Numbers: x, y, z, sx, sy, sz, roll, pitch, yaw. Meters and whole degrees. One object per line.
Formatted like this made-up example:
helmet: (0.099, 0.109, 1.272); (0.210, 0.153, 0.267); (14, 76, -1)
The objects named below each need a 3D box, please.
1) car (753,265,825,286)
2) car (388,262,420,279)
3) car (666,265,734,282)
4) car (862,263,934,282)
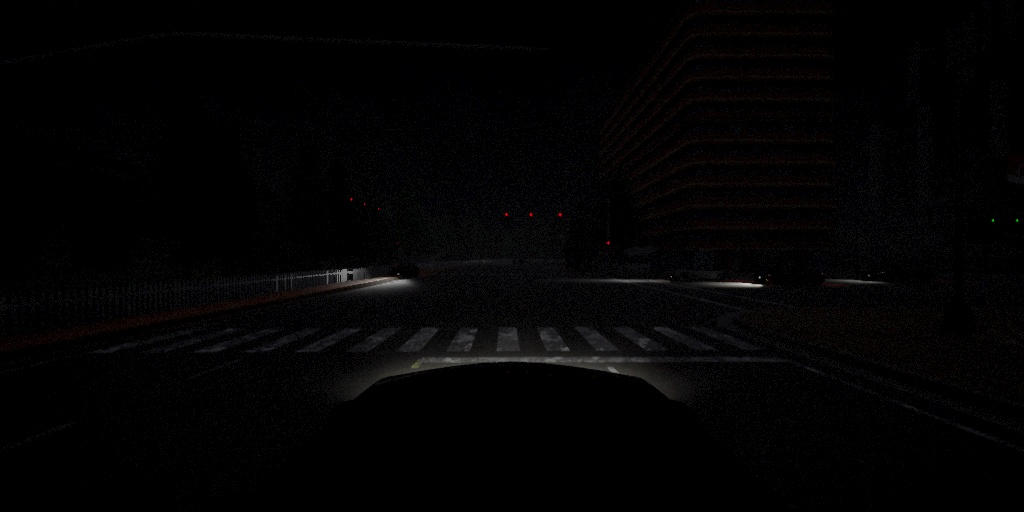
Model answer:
car: (19.747, 1.359, 25.683); (4.181, 1.385, 1.994); (0, 0, 1)
car: (-9.842, 1.266, 32.909); (1.895, 1.301, 4.718); (5, 0, -3)
car: (15.235, 1.395, 29.255); (4.718, 1.301, 1.895); (0, 0, 2)
car: (31.309, 1.322, 29.093); (4.674, 1.442, 1.812); (0, 0, 0)
